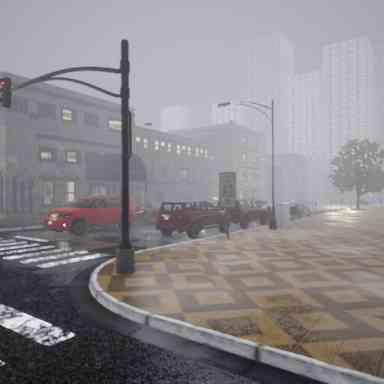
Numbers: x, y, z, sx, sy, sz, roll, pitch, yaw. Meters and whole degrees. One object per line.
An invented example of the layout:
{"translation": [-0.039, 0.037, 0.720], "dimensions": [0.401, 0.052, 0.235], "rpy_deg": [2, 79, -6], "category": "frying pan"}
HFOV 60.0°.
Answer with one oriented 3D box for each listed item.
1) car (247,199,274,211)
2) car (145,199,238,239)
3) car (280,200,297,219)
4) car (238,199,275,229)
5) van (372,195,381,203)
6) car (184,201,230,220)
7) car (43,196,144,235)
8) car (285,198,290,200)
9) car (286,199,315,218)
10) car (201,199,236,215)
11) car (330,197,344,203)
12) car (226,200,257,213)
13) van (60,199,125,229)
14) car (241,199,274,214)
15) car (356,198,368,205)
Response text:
{"translation": [9.318, 1.714, 45.150], "dimensions": [2.008, 1.369, 4.403], "rpy_deg": [-1, -1, 35], "category": "car"}
{"translation": [0.169, 1.345, 17.778], "dimensions": [2.192, 1.841, 5.009], "rpy_deg": [-1, 0, 35], "category": "car"}
{"translation": [6.563, 1.611, 26.787], "dimensions": [1.887, 1.381, 4.507], "rpy_deg": [-1, -1, 35], "category": "car"}
{"translation": [3.365, 1.363, 22.284], "dimensions": [2.192, 1.841, 5.009], "rpy_deg": [-1, -1, 35], "category": "car"}
{"translation": [44.923, 1.688, 80.851], "dimensions": [1.690, 1.788, 3.998], "rpy_deg": [-1, -1, 35], "category": "van"}
{"translation": [1.423, 1.613, 29.532], "dimensions": [1.812, 1.442, 4.674], "rpy_deg": [0, -1, 36], "category": "car"}
{"translation": [-5.729, 1.270, 19.524], "dimensions": [2.150, 2.045, 5.566], "rpy_deg": [0, 0, 37], "category": "car"}
{"translation": [15.612, 1.733, 54.021], "dimensions": [1.752, 1.417, 4.829], "rpy_deg": [-1, -1, 35], "category": "car"}
{"translation": [9.761, 1.652, 31.292], "dimensions": [1.947, 1.339, 4.313], "rpy_deg": [-1, -1, 35], "category": "car"}
{"translation": [2.924, 1.561, 36.141], "dimensions": [1.967, 1.590, 4.097], "rpy_deg": [-1, -1, 35], "category": "car"}
{"translation": [34.891, 1.906, 81.191], "dimensions": [2.008, 1.369, 4.403], "rpy_deg": [-1, -1, 35], "category": "car"}
{"translation": [6.120, 1.692, 40.644], "dimensions": [2.008, 1.369, 4.403], "rpy_deg": [-1, -1, 35], "category": "car"}
{"translation": [-6.667, 1.405, 22.626], "dimensions": [1.690, 1.788, 3.998], "rpy_deg": [-1, 0, 35], "category": "van"}
{"translation": [7.648, 1.632, 38.292], "dimensions": [1.837, 1.490, 4.892], "rpy_deg": [0, 0, 36], "category": "car"}
{"translation": [32.137, 1.796, 62.828], "dimensions": [2.008, 1.369, 4.403], "rpy_deg": [-1, -1, 35], "category": "car"}
